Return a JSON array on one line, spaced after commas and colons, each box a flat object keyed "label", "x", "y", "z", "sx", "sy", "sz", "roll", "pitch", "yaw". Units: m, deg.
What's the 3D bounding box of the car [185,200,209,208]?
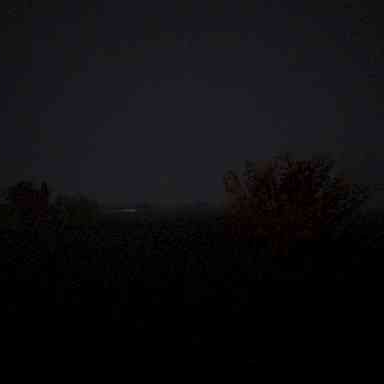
[{"label": "car", "x": 0.935, "y": 2.125, "z": 58.726, "sx": 2.033, "sy": 1.411, "sz": 5.357, "roll": -1, "pitch": -1, "yaw": 37}]

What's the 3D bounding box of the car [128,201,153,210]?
[{"label": "car", "x": -8.106, "y": 2.093, "z": 52.345, "sx": 1.994, "sy": 1.385, "sz": 4.181, "roll": -1, "pitch": -1, "yaw": 36}]

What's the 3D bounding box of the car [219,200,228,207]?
[{"label": "car", "x": 7.168, "y": 2.260, "z": 67.387, "sx": 1.994, "sy": 1.385, "sz": 4.181, "roll": -1, "pitch": -1, "yaw": 36}]
